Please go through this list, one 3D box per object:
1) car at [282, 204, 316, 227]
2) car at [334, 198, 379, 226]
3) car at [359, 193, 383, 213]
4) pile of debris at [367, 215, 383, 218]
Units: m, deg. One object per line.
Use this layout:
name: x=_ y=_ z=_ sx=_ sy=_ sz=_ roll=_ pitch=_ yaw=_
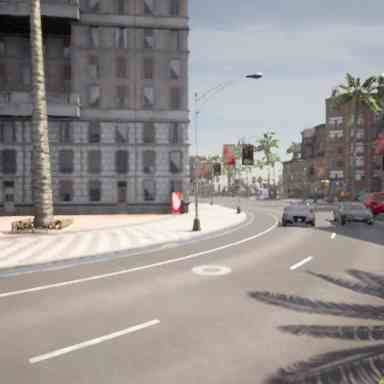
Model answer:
car: x=7.160 y=1.513 z=22.291 sx=1.994 sy=1.385 sz=4.181 roll=0 pitch=0 yaw=17
car: x=11.023 y=1.431 z=22.932 sx=1.837 sy=1.490 sz=4.892 roll=0 pitch=0 yaw=15
car: x=16.139 y=1.114 z=29.729 sx=2.150 sy=2.045 sz=5.566 roll=0 pitch=0 yaw=7
pile of debris: x=16.006 y=2.070 z=28.170 sx=1.500 sy=0.140 sz=1.860 roll=0 pitch=0 yaw=8
